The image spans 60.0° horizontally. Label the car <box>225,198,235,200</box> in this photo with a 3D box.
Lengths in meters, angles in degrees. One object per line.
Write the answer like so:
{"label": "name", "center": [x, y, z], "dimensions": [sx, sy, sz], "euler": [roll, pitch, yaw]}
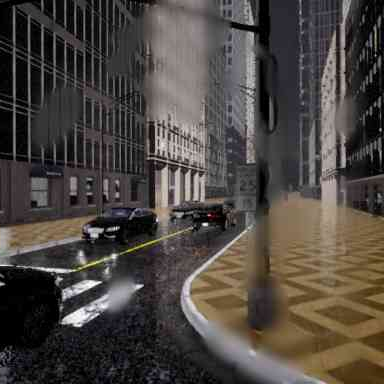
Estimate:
{"label": "car", "center": [5.061, 1.441, 42.491], "dimensions": [2.033, 1.411, 5.357], "euler": [0, 0, 17]}

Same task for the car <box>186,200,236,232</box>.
{"label": "car", "center": [1.419, 1.445, 19.877], "dimensions": [1.837, 1.490, 4.892], "euler": [0, 0, 17]}

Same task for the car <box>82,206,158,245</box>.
{"label": "car", "center": [-3.149, 1.452, 15.479], "dimensions": [2.128, 1.511, 4.902], "euler": [0, 0, 17]}

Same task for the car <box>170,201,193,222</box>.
{"label": "car", "center": [-0.176, 1.427, 25.294], "dimensions": [2.128, 1.511, 4.902], "euler": [0, 0, 17]}

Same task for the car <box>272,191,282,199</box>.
{"label": "car", "center": [22.920, 1.280, 91.009], "dimensions": [2.128, 1.511, 4.902], "euler": [0, 0, 17]}

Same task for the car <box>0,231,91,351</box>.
{"label": "car", "center": [-3.494, 1.483, 3.608], "dimensions": [2.128, 1.511, 4.902], "euler": [0, 0, 17]}
